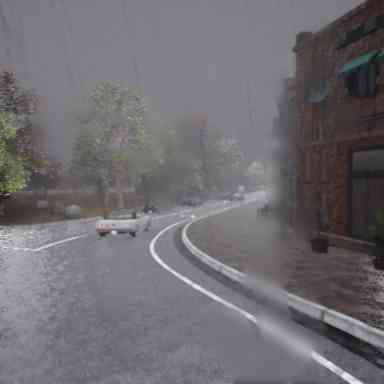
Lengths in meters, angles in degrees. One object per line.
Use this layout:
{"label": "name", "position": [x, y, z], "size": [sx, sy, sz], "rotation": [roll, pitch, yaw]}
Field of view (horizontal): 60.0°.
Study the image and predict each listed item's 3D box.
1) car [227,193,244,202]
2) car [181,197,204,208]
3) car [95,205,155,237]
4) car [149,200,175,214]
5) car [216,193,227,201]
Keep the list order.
{"label": "car", "position": [7.754, 0.911, 56.937], "size": [1.812, 1.442, 4.674], "rotation": [0, 1, 18]}
{"label": "car", "position": [0.038, 1.319, 43.848], "size": [1.895, 1.301, 4.718], "rotation": [0, 1, 18]}
{"label": "car", "position": [-3.542, 1.635, 18.101], "size": [1.895, 1.301, 4.718], "rotation": [0, 0, 5]}
{"label": "car", "position": [-3.302, 1.494, 33.356], "size": [1.895, 1.301, 4.718], "rotation": [0, 1, 17]}
{"label": "car", "position": [5.979, 0.842, 61.930], "size": [2.033, 1.411, 5.357], "rotation": [0, 1, 18]}
